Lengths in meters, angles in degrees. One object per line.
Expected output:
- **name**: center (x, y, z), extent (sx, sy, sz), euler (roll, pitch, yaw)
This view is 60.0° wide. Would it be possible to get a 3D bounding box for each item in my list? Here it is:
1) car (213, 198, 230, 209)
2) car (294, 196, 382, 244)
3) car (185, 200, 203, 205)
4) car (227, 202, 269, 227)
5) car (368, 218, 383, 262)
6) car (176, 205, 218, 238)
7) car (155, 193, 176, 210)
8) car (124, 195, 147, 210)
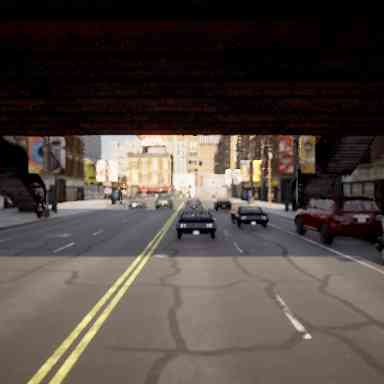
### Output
- **car**: center (3.669, 1.420, 40.450), extent (1.882, 1.535, 5.008), euler (0, 0, 0)
- **car**: center (6.660, 1.207, 15.771), extent (2.435, 2.045, 5.566), euler (0, 0, 0)
- **car**: center (0.179, 1.498, 34.515), extent (2.033, 1.411, 5.357), euler (0, 0, 0)
- **car**: center (3.697, 1.570, 22.185), extent (1.895, 1.301, 4.718), euler (0, 0, 0)
- **car**: center (6.713, 1.584, 8.376), extent (1.895, 1.301, 4.718), euler (0, 0, 0)
- **car**: center (0.200, 1.576, 17.538), extent (1.895, 1.301, 4.718), euler (0, 0, 0)
- **car**: center (-3.525, 1.159, 43.202), extent (2.150, 2.045, 5.566), euler (0, 0, 0)
- **car**: center (-7.023, 1.429, 43.060), extent (2.128, 1.511, 4.902), euler (0, 0, 0)
